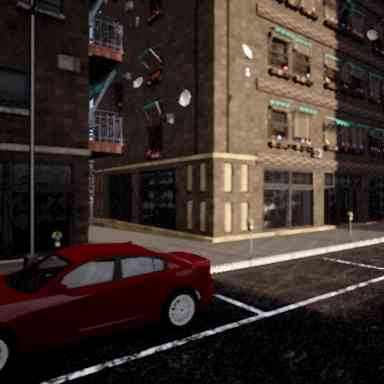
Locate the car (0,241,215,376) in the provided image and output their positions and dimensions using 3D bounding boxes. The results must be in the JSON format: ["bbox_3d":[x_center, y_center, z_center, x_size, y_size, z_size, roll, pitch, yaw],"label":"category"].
[{"bbox_3d":[-1.694,1.543,5.350,4.507,1.381,1.887,0,0,-36],"label":"car"}]
